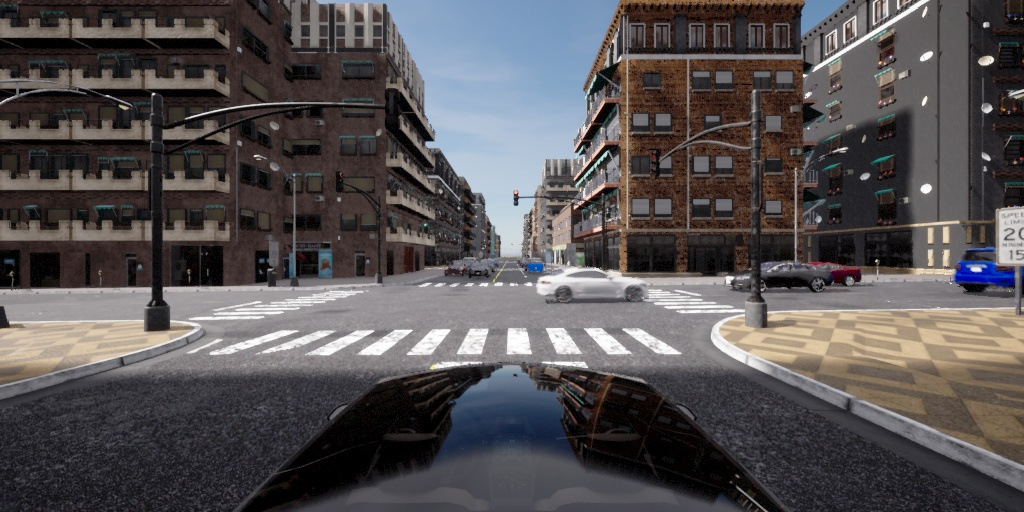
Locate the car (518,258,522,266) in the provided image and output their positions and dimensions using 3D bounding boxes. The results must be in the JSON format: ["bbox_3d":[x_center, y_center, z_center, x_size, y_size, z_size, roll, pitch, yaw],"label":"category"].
[{"bbox_3d":[2.419,1.300,58.236,1.948,1.339,4.313,0,0,0],"label":"car"}]

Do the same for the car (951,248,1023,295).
[{"bbox_3d":[22.770,0.640,15.528,5.566,2.045,2.150,-1,0,0],"label":"car"}]

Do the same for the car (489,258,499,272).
[{"bbox_3d":[-2.960,1.287,43.561,2.033,1.411,5.357,0,0,0],"label":"car"}]

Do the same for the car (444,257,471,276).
[{"bbox_3d":[-5.534,1.182,35.889,1.967,1.591,4.097,0,0,0],"label":"car"}]

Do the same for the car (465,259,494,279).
[{"bbox_3d":[-2.929,1.248,33.180,1.837,1.490,4.892,0,0,0],"label":"car"}]

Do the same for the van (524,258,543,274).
[{"bbox_3d":[2.592,1.081,40.870,1.690,1.789,3.998,0,0,0],"label":"van"}]

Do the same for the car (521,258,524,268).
[{"bbox_3d":[2.541,1.283,47.074,1.888,1.381,4.507,0,0,0],"label":"car"}]

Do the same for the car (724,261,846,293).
[{"bbox_3d":[13.535,1.036,18.360,4.902,1.511,2.128,-1,0,0],"label":"car"}]

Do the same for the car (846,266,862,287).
[{"bbox_3d":[17.550,1.033,20.827,4.507,1.381,1.888,0,0,0],"label":"car"}]

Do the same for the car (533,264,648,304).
[{"bbox_3d":[3.404,1.210,15.470,4.674,1.442,1.812,-1,0,0],"label":"car"}]

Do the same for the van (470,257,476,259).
[{"bbox_3d":[-5.528,1.079,47.053,1.690,1.789,3.998,0,0,0],"label":"van"}]
